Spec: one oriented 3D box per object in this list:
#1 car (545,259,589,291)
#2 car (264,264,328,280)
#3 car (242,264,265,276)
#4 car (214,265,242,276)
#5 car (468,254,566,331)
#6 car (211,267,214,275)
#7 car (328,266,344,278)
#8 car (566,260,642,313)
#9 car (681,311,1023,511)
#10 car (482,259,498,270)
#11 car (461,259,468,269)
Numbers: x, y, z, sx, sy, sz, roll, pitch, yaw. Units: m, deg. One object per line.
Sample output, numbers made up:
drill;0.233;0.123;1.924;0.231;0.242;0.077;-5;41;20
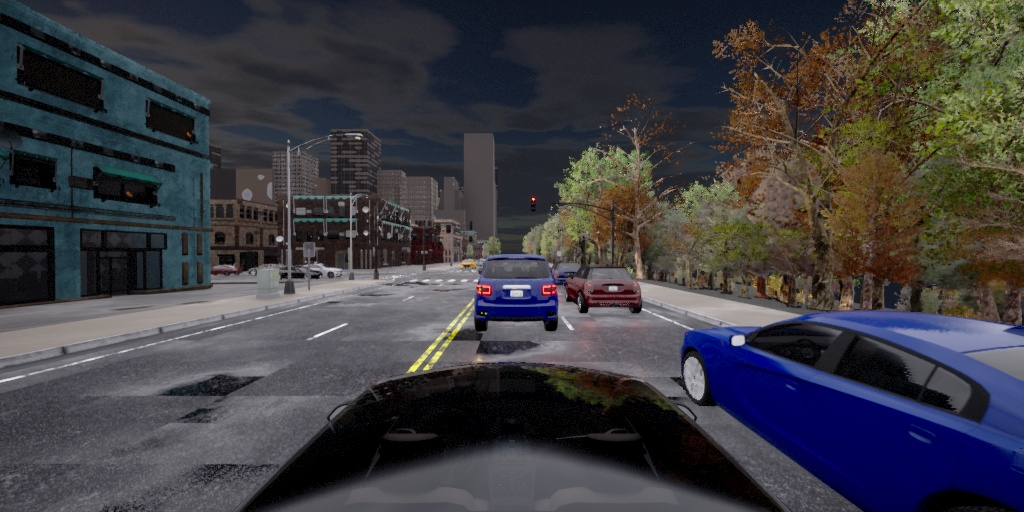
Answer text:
car;3.373;1.098;22.867;2.097;1.767;4.553;0;0;0
car;-19.915;1.561;33.243;4.313;1.339;1.948;0;0;0
car;-28.239;1.556;41.764;4.403;1.370;2.007;0;0;0
car;-33.774;1.650;41.777;4.207;1.307;1.802;0;0;0
car;0.107;0.970;11.067;2.150;2.045;5.566;0;0;0
car;-33.803;1.341;35.979;5.566;2.045;2.150;0;1;0
car;-19.333;1.487;35.954;4.674;1.442;1.812;-1;1;-1
car;3.362;1.100;14.029;2.097;1.767;4.553;0;0;0
car;3.349;1.227;3.177;1.882;1.535;5.008;0;0;0
car;-3.272;1.227;54.543;2.128;1.511;4.902;0;0;1
car;-6.532;1.214;54.277;1.882;1.535;5.008;0;0;0
